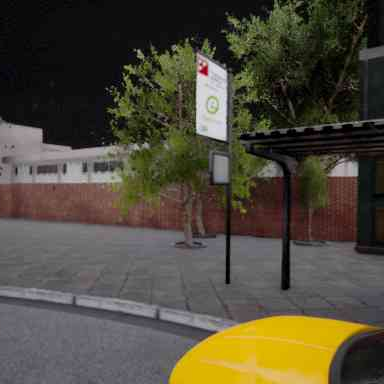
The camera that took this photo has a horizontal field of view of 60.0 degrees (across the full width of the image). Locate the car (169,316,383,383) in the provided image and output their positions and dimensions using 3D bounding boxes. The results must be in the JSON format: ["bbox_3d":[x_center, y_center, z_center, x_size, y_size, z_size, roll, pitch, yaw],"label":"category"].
[{"bbox_3d":[2.102,1.479,1.767,5.008,1.535,1.882,0,0,34],"label":"car"}]
